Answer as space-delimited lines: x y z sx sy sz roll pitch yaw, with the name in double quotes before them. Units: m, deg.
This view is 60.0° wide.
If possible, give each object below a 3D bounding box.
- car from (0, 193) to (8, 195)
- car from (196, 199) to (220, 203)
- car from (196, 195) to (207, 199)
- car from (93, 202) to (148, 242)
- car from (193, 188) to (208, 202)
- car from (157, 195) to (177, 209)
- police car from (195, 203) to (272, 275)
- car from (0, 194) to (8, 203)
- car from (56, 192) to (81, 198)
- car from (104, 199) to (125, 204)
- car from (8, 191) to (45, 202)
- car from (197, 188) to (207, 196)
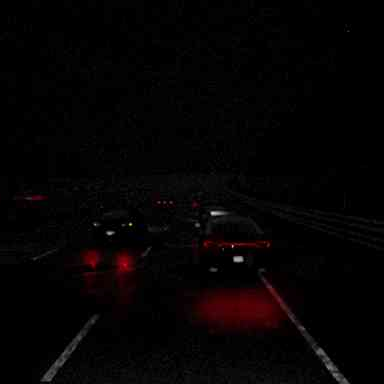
"car" -23.723 0.888 41.491 1.837 1.490 4.892 0 1 2
"car" 1.290 1.392 20.235 1.812 1.442 4.674 0 1 1
"car" 1.427 1.280 26.162 1.837 1.490 4.892 0 1 1
"car" -3.239 1.440 15.635 1.812 1.442 4.674 0 1 1
"car" 1.201 0.652 48.546 1.812 1.442 4.674 0 2 3
"car" -2.712 1.073 36.889 2.033 1.411 5.357 0 2 2
"police car" 1.129 1.373 10.460 1.930 1.638 5.238 0 0 1
"car" -6.854 1.183 7.466 2.150 2.045 5.566 0 0 1
"car" -16.589 0.746 44.798 1.882 1.535 5.008 0 2 3
"car" -6.454 1.296 28.402 1.994 1.385 4.181 0 1 2
"car" -20.226 0.739 41.316 2.097 1.767 4.553 0 2 2
"car" 1.978 -0.009 64.853 1.837 1.490 4.892 0 2 4
